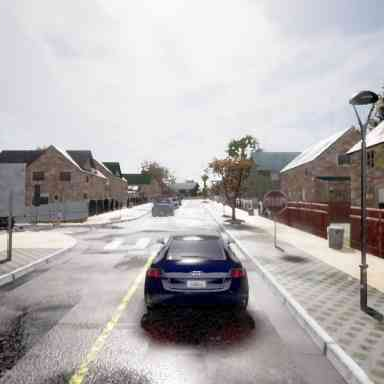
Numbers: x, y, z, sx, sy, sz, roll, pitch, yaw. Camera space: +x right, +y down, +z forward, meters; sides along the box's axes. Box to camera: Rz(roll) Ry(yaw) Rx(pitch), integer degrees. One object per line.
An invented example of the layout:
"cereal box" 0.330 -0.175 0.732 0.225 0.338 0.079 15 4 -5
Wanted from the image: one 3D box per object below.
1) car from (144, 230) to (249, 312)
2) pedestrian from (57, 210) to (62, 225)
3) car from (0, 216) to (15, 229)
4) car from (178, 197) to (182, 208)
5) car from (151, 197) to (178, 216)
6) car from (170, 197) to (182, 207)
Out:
"car" 0.093 1.574 7.798 1.994 1.385 4.181 0 0 0
"pedestrian" -9.917 1.856 24.844 0.500 1.100 0.500 0 -2 5
"car" -14.244 1.840 22.435 4.181 1.385 1.994 -1 -3 6
"car" -2.850 1.644 47.551 1.837 1.490 4.892 0 -1 0
"car" -2.857 1.433 33.536 2.097 1.767 4.553 0 0 0
"car" -2.844 1.679 58.644 1.882 1.535 5.008 0 1 0
